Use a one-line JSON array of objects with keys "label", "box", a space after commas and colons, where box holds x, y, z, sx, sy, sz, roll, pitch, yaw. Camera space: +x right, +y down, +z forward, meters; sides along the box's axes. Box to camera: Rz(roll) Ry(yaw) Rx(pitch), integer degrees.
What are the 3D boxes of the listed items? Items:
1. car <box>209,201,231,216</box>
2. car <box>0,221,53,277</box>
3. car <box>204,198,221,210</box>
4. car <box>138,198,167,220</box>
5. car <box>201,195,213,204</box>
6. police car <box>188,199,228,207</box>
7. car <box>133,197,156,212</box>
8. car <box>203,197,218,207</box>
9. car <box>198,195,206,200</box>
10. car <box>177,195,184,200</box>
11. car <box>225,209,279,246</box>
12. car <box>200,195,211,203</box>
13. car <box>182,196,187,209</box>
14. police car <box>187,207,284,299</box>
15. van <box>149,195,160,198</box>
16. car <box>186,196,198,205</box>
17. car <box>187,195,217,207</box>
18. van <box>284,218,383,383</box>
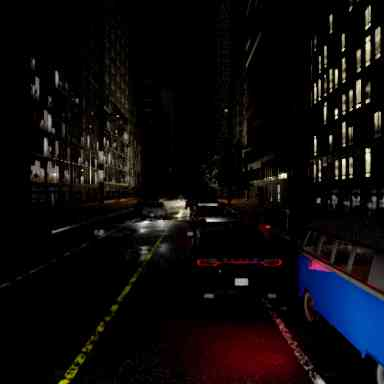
[{"label": "car", "box": [2.684, 1.580, 32.940, 1.802, 1.307, 4.206, 0, 0, 0]}, {"label": "car", "box": [-5.693, 1.581, 10.171, 1.802, 1.307, 4.206, 0, 0, 0]}, {"label": "car", "box": [2.683, 1.543, 44.325, 2.008, 1.369, 4.403, 0, 0, 0]}, {"label": "car", "box": [-3.106, 1.524, 28.308, 1.812, 1.442, 4.674, 0, 0, 0]}, {"label": "car", "box": [2.680, 1.408, 61.402, 1.967, 1.590, 4.097, 0, 0, 0]}, {"label": "police car", "box": [0.896, 1.424, 18.606, 1.930, 1.638, 5.238, 0, 0, 0]}, {"label": "car", "box": [-5.697, 1.546, 38.634, 2.008, 1.369, 4.403, 0, 0, 0]}, {"label": "car", "box": [2.682, 1.536, 50.017, 2.008, 1.369, 4.403, 0, 0, 0]}, {"label": "car", "box": [2.676, 1.459, 89.865, 1.887, 1.381, 4.507, 0, 0, 0]}, {"label": "car", "box": [-3.016, 1.459, 91.138, 2.033, 1.411, 5.357, 0, 0, 0]}, {"label": "car", "box": [2.687, 1.581, 15.862, 1.802, 1.307, 4.206, 0, 0, 0]}, {"label": "car", "box": [2.679, 1.399, 67.094, 1.967, 1.590, 4.097, 0, 0, 0]}, {"label": "car", "box": [-0.007, 1.539, 44.755, 2.033, 1.411, 5.357, 0, 0, 0]}, {"label": "police car", "box": [0.898, 1.425, 8.606, 1.930, 1.638, 5.238, 0, 0, 0]}, {"label": "van", "box": [-5.699, 1.327, 50.019, 1.690, 1.788, 3.998, 0, 0, 0]}, {"label": "car", "box": [-0.011, 1.519, 59.243, 2.033, 1.411, 5.357, 0, 0, 0]}, {"label": "car", "box": [0.895, 1.223, 24.527, 2.150, 2.045, 5.566, 0, 0, 0]}, {"label": "van", "box": [2.689, 1.341, 4.478, 1.690, 1.788, 3.998, 0, 0, 0]}]
